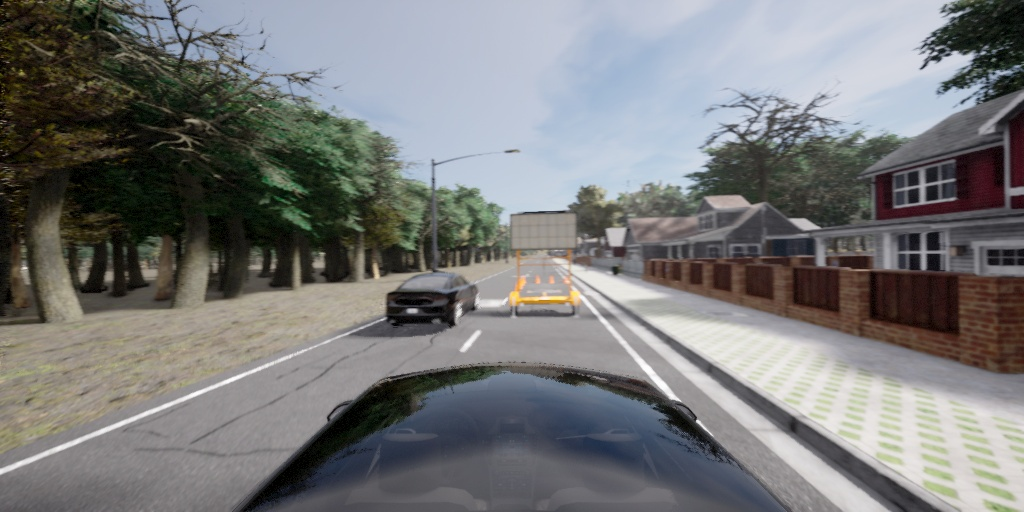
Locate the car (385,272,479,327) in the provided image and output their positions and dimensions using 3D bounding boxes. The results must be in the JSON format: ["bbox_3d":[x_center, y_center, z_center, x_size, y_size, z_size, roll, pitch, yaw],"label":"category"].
[{"bbox_3d":[-2.353,1.264,11.712,1.882,1.535,5.008,-1,0,5],"label":"car"}]

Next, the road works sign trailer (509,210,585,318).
[{"bbox_3d":[1.176,0.188,12.872,2.380,3.560,2.880,0,0,5],"label":"road works sign trailer"}]
